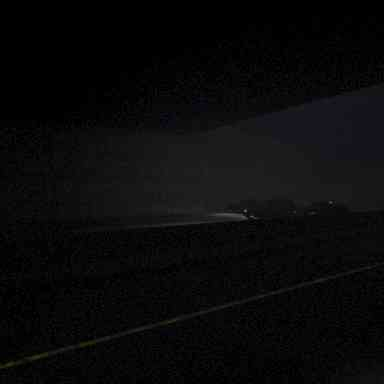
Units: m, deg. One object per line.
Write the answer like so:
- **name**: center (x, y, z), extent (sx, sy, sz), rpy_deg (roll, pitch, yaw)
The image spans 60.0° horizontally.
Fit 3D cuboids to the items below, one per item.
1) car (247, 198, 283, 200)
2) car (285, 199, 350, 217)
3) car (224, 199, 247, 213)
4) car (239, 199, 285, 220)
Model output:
- **car**: center (7.746, 1.355, 30.962), extent (4.892, 1.490, 1.837), rpy_deg (0, 0, -35)
- **car**: center (9.139, 1.362, 23.367), extent (4.902, 1.511, 2.128), rpy_deg (0, 0, -35)
- **car**: center (5.843, 1.397, 33.905), extent (5.357, 1.411, 2.033), rpy_deg (0, 0, -35)
- **car**: center (6.174, 1.479, 25.554), extent (4.718, 1.301, 1.895), rpy_deg (0, 0, -35)
